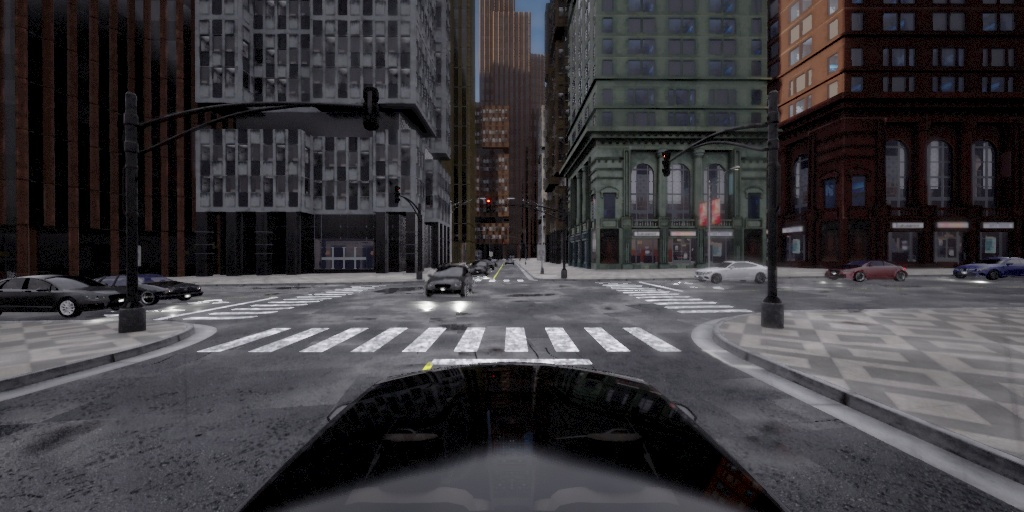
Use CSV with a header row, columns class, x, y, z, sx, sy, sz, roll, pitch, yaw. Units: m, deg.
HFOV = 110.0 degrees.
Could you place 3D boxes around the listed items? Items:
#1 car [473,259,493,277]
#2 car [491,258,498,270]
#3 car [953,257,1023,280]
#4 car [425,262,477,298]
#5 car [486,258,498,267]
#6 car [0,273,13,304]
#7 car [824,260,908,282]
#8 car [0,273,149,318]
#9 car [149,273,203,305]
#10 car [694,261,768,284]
class,x,y,z,sx,sy,sz,roll,pitch,yaw
car,-3.243,1.237,36.020,1.837,1.490,4.892,0,0,-1
car,-3.361,1.312,49.615,1.895,1.301,4.718,0,0,0
car,32.375,0.811,23.836,4.674,1.442,1.812,-1,0,-1
car,-3.137,1.252,18.595,1.837,1.490,4.892,0,0,0
car,-3.452,1.187,63.682,1.837,1.490,4.892,0,0,0
car,-27.353,1.610,16.963,4.892,1.490,1.837,-1,0,0
car,23.416,0.962,23.812,4.181,1.385,1.994,-1,0,0
car,-17.423,1.492,13.740,4.892,1.490,1.837,-1,0,0
car,-17.867,1.524,17.046,5.357,1.411,2.033,-1,0,5
car,14.594,1.037,23.787,4.674,1.442,1.812,-1,0,-1
